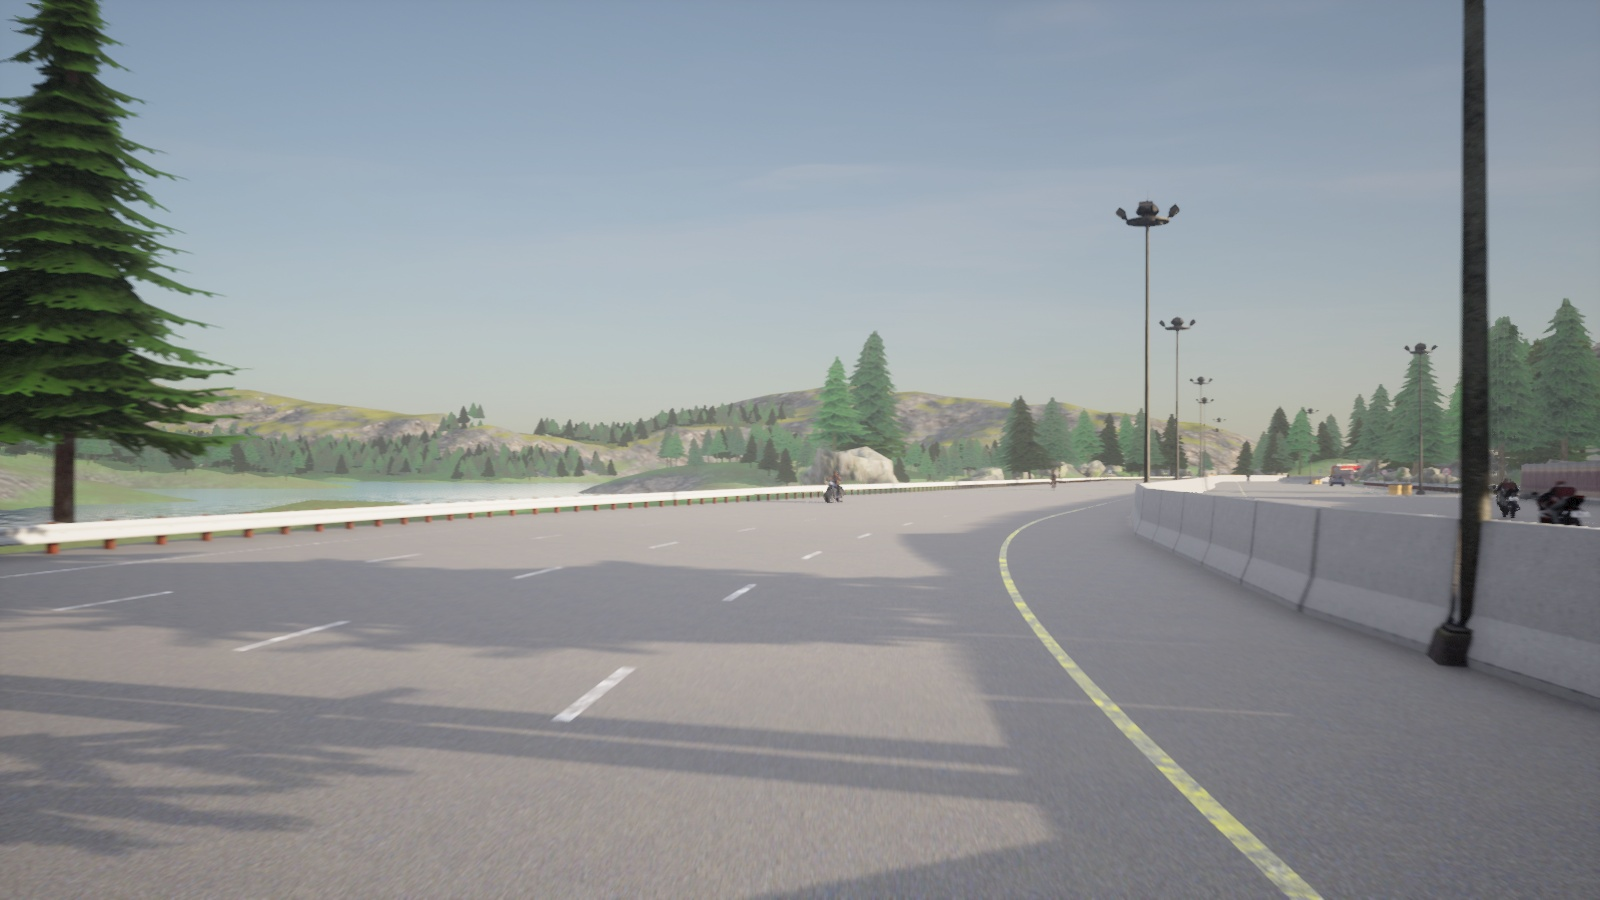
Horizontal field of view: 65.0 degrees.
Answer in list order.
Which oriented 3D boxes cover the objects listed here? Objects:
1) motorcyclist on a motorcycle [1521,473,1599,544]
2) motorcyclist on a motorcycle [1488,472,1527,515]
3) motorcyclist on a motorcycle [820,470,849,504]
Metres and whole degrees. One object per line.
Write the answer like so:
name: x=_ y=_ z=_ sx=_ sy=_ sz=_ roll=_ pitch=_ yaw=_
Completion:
motorcyclist on a motorcycle: x=17.215 y=1.299 z=28.509 sx=0.866 sy=1.530 sz=2.191 roll=0 pitch=-1 yaw=12
motorcyclist on a motorcycle: x=26.140 y=1.585 z=46.399 sx=0.866 sy=1.530 sz=2.191 roll=0 pitch=-1 yaw=19
motorcyclist on a motorcycle: x=1.698 y=1.786 z=61.353 sx=0.766 sy=1.649 sz=2.350 roll=0 pitch=-1 yaw=19
